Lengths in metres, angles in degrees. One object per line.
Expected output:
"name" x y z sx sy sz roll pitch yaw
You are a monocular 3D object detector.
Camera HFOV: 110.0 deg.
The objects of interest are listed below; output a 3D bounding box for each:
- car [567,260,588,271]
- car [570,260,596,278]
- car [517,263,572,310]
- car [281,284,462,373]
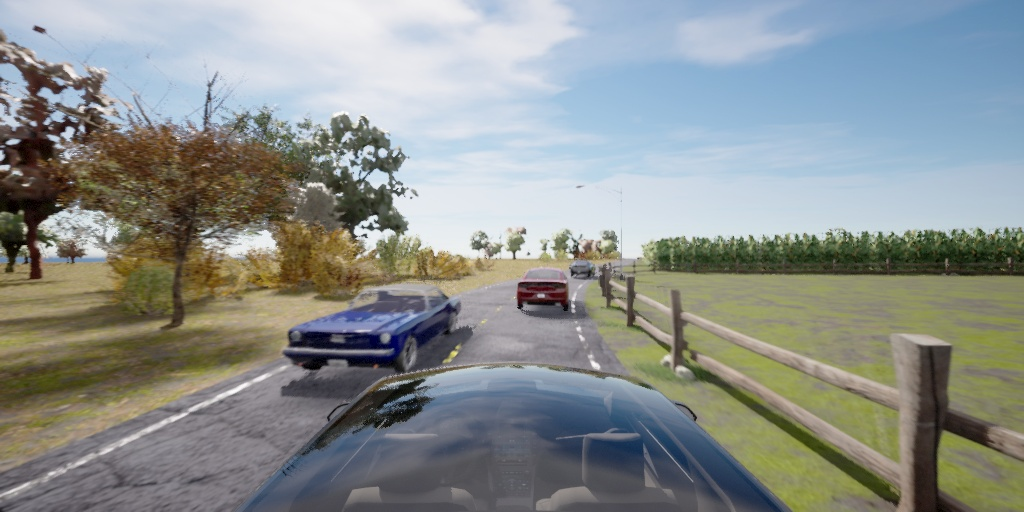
"car" 8.807 1.204 47.750 1.994 1.385 4.181 0 0 21
"car" 6.655 1.180 33.524 2.128 1.511 4.902 0 0 20
"car" 1.387 1.207 14.739 1.882 1.535 5.008 0 0 9
"car" -2.479 1.327 7.660 1.895 1.301 4.718 0 0 5
